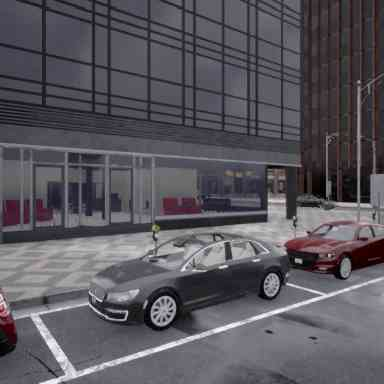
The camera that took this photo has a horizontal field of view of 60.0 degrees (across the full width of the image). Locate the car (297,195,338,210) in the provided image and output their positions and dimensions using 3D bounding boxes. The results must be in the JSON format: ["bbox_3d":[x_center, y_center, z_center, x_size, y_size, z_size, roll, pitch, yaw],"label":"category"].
[{"bbox_3d":[13.341,1.104,36.162,1.837,1.490,4.892,0,1,-36],"label":"car"}]

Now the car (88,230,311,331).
[{"bbox_3d":[0.155,1.551,6.767,4.403,1.369,2.008,0,0,-36],"label":"car"}]

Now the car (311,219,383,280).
[{"bbox_3d":[4.594,1.545,9.940,4.507,1.381,1.887,0,0,-36],"label":"car"}]

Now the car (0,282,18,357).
[{"bbox_3d":[-4.284,1.440,3.593,4.097,1.590,1.967,0,0,-36],"label":"car"}]
